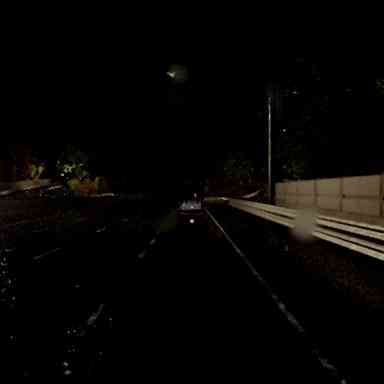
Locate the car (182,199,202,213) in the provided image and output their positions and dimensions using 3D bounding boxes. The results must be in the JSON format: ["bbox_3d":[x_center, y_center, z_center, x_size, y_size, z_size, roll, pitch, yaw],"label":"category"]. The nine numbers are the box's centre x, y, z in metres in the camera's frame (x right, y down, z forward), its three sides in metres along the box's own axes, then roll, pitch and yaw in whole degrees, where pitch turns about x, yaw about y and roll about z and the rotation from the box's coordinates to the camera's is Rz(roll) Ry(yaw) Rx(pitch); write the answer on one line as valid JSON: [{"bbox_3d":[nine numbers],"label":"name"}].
[{"bbox_3d":[0.011,1.491,35.925,1.994,1.385,4.181,0,0,0],"label":"car"}]

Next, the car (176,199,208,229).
[{"bbox_3d":[-0.003,1.445,21.301,2.128,1.511,4.902,0,0,0],"label":"car"}]
